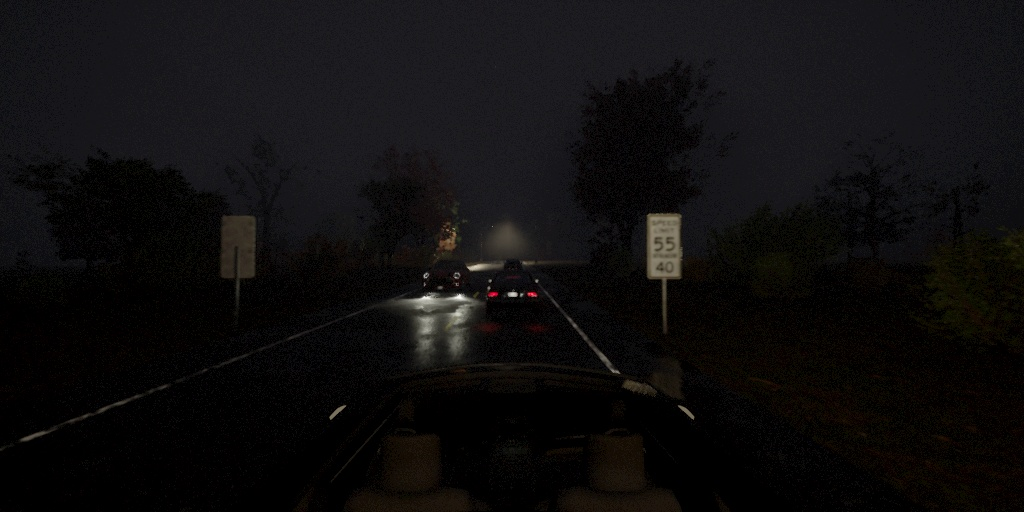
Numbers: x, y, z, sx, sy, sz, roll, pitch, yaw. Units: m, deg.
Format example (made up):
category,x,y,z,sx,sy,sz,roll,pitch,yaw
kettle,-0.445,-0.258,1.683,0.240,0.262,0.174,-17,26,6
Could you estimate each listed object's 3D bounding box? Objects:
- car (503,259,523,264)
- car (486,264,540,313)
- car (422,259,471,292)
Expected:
category,x,y,z,sx,sy,sz,roll,pitch,yaw
car,0.095,1.041,38.066,1.837,1.490,4.892,0,0,0
car,0.045,1.215,13.503,2.033,1.411,5.357,0,0,1
car,-3.550,0.978,20.081,2.097,1.767,4.553,0,0,1
